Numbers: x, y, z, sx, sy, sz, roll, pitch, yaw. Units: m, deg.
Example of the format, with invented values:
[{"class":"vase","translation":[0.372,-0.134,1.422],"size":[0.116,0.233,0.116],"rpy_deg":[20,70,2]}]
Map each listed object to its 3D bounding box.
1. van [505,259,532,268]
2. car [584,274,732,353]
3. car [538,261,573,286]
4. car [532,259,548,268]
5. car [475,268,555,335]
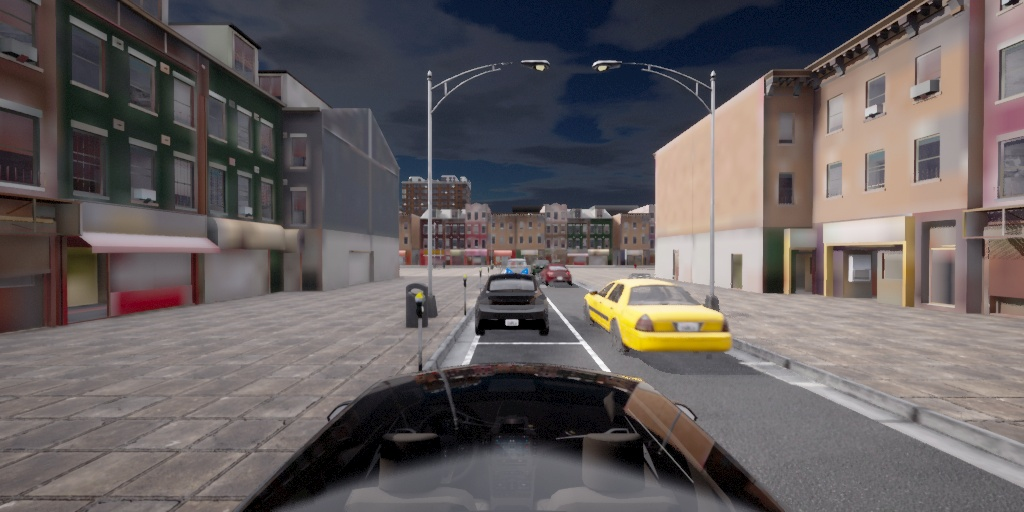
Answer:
[{"class":"van","translation":[0.382,1.095,27.349],"size":[1.690,1.789,3.998],"rpy_deg":[0,0,0]},{"class":"car","translation":[3.022,1.204,8.721],"size":[1.801,1.575,5.366],"rpy_deg":[0,0,0]},{"class":"car","translation":[3.095,1.279,25.428],"size":[1.812,1.442,4.674],"rpy_deg":[0,0,0]},{"class":"car","translation":[3.085,1.114,38.539],"size":[2.097,1.767,4.553],"rpy_deg":[0,0,0]},{"class":"car","translation":[0.000,1.253,10.501],"size":[1.837,1.490,4.892],"rpy_deg":[0,0,0]}]
